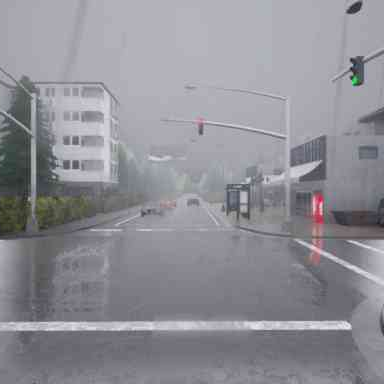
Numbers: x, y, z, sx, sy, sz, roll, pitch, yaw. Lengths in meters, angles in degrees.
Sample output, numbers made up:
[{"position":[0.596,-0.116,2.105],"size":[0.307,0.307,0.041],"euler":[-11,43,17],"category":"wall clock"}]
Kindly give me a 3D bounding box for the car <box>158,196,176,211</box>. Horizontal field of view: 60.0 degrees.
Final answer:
[{"position":[-3.501,1.352,40.744],"size":[2.097,1.767,4.553],"euler":[0,0,0],"category":"car"}]

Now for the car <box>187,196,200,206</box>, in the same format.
[{"position":[0.236,1.505,54.213],"size":[1.837,1.490,4.892],"euler":[0,0,1],"category":"car"}]

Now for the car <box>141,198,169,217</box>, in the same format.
[{"position":[-3.530,1.564,31.042],"size":[1.994,1.385,4.181],"euler":[0,0,0],"category":"car"}]
